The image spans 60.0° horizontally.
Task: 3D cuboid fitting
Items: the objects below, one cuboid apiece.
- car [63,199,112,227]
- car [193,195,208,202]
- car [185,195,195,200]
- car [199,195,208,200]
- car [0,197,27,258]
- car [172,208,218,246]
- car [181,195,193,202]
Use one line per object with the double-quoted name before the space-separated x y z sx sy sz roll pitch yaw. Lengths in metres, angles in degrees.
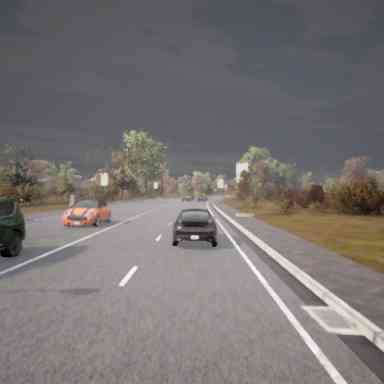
"car" -6.870 1.303 22.228 2.097 1.767 4.553 0 0 1
"car" 2.142 1.553 78.110 2.033 1.411 5.357 0 0 5
"car" -0.421 1.409 88.661 2.033 1.411 5.357 0 0 6
"car" 3.103 1.464 88.713 1.994 1.385 4.181 0 0 6
"car" -7.017 1.169 9.658 2.150 2.045 5.566 0 0 1
"car" 0.136 1.508 15.307 1.837 1.490 4.892 0 0 1
"car" -1.348 1.581 78.377 1.895 1.301 4.718 0 0 5
